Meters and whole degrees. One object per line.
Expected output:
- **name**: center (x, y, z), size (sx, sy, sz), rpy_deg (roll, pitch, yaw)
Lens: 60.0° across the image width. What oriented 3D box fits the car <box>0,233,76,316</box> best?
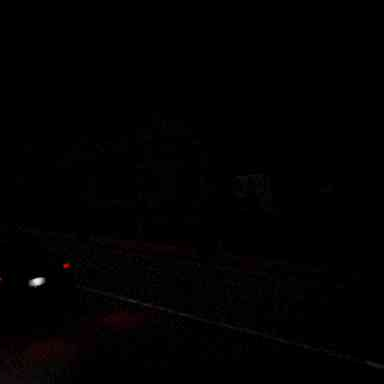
- **car**: center (-4.411, 1.587, 7.138), size (4.181, 1.385, 1.994), rpy_deg (0, 0, 36)
